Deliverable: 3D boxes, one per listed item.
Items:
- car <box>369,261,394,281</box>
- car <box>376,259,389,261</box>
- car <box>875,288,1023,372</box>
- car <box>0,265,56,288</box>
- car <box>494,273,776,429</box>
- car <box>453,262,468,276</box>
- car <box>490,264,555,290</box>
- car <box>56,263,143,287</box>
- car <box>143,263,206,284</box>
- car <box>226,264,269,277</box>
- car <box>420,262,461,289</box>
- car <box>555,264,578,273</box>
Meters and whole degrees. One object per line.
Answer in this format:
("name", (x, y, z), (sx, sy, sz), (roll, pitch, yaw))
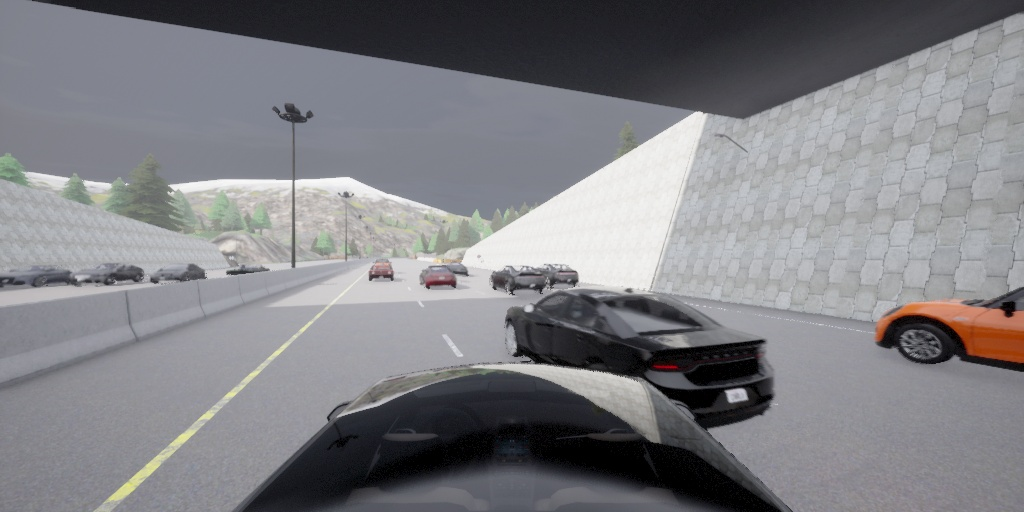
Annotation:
("car", (-10.974, 1.349, 30.169), (1.895, 1.301, 4.718), (0, 0, -20))
("car", (-15.118, 1.100, 41.820), (2.097, 1.767, 4.553), (0, 0, -20))
("car", (8.913, 1.100, 5.587), (2.097, 1.767, 4.553), (0, 0, -20))
("car", (-31.065, 1.313, 23.408), (1.994, 1.385, 4.181), (0, 0, -20))
("car", (1.386, 1.227, 5.868), (1.882, 1.535, 5.008), (0, 0, -20))
("car", (-5.807, 1.311, 36.529), (1.994, 1.385, 4.181), (0, 0, -20))
("car", (0.176, 1.240, 19.706), (2.128, 1.511, 4.902), (0, 0, -20))
("car", (-27.854, 1.241, 24.826), (2.128, 1.511, 4.902), (0, 0, -20))
("car", (-24.889, 1.275, 26.935), (1.812, 1.442, 4.674), (0, 0, -19))
("car", (-22.460, 1.349, 30.562), (1.895, 1.301, 4.718), (0, 0, -19))
("car", (-4.920, 1.312, 23.592), (1.994, 1.385, 4.181), (0, 0, -20))
("car", (2.560, 1.239, 23.452), (2.128, 1.511, 4.902), (0, 0, -20))
